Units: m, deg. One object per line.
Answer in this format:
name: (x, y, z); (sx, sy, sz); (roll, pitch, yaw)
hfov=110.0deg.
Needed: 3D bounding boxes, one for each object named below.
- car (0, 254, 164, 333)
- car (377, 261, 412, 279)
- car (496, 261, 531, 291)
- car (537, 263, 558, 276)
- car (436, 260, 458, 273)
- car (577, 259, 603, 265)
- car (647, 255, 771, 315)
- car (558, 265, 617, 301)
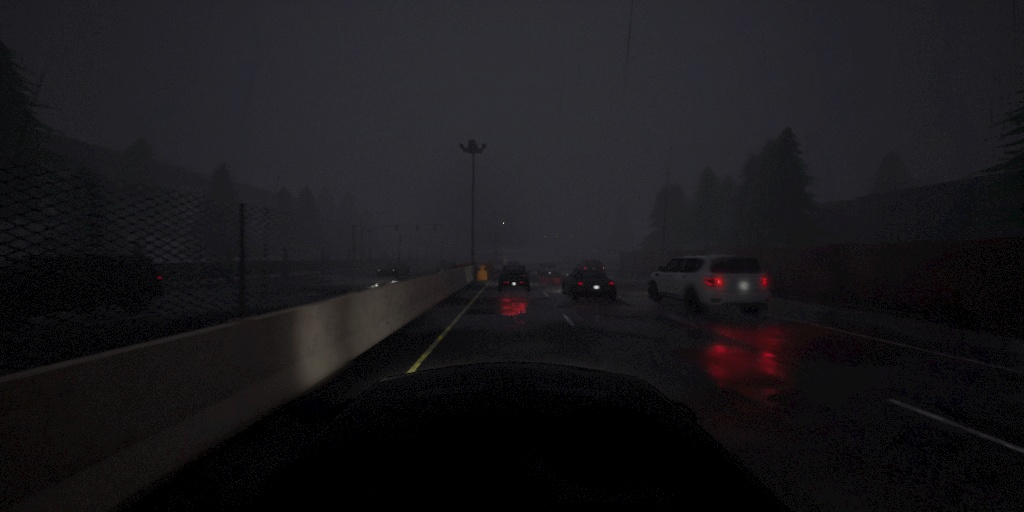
car: (-14.094, 0.960, 11.043); (2.150, 2.045, 5.566); (0, 0, 0)
car: (-10.545, 1.207, 32.418); (1.882, 1.535, 5.008); (0, 0, 0)
car: (0.114, 1.246, 21.902); (1.837, 1.490, 4.892); (0, 0, 0)
car: (3.627, 1.335, 36.635); (1.895, 1.301, 4.718); (0, 0, 0)
car: (-6.984, 1.221, 39.078); (2.128, 1.511, 4.902); (0, 0, 0)
car: (7.126, 1.091, 32.961); (2.097, 1.767, 4.553); (0, 0, 0)
car: (7.110, 0.969, 13.659); (2.150, 2.045, 5.566); (0, 0, 0)
car: (3.612, 1.307, 17.335); (1.994, 1.385, 4.181); (0, 0, 0)
